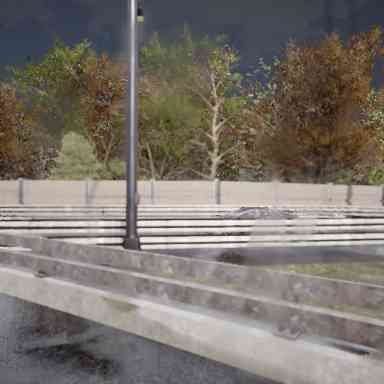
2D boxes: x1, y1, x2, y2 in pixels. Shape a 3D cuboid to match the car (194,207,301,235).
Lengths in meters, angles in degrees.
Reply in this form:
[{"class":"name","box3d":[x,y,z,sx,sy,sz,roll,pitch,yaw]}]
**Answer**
[{"class":"car","box3d":[2.552,1.471,15.438,4.902,1.511,2.128,-1,0,-9]}]
